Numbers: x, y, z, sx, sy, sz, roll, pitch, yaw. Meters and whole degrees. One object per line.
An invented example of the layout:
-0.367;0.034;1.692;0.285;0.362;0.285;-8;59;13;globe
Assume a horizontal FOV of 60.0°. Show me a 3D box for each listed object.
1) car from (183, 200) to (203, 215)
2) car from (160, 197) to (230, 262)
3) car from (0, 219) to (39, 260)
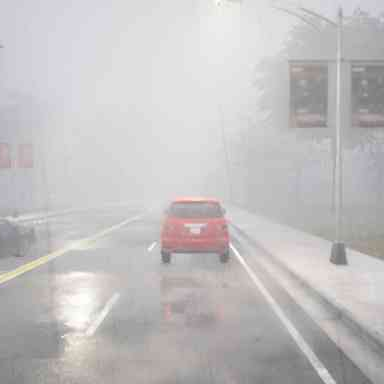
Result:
0.097;1.528;34.136;1.994;1.385;4.181;0;0;0;car
0.099;1.201;12.199;2.150;2.045;5.566;0;0;0;car
-6.578;1.530;9.923;2.033;1.411;5.357;0;0;0;car
